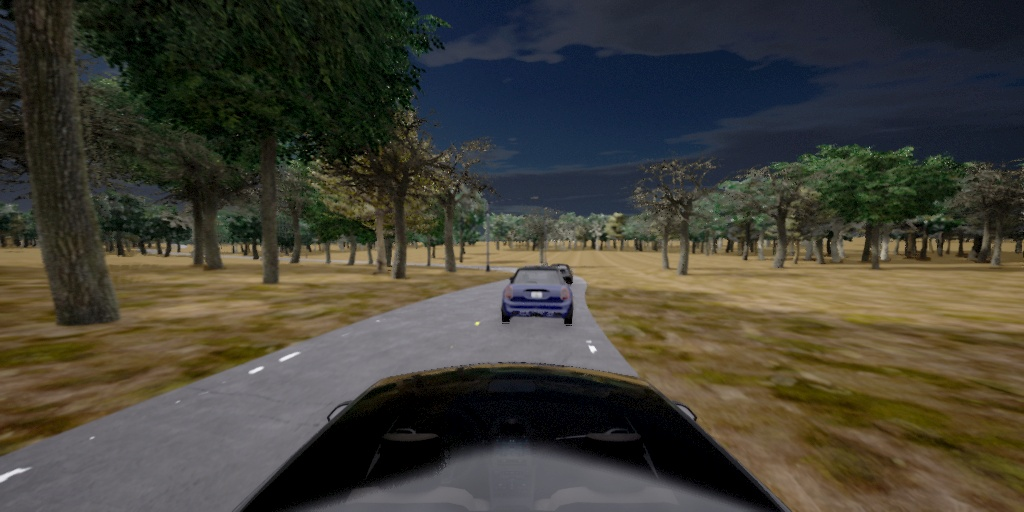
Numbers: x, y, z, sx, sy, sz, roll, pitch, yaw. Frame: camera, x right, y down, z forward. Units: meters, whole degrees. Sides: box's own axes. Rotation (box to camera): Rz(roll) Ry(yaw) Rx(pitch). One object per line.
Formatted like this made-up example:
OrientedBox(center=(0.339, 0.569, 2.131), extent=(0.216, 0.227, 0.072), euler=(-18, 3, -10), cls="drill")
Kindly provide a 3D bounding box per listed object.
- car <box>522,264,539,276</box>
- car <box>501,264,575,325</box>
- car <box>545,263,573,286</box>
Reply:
OrientedBox(center=(2.119, 1.623, 42.929), extent=(1.895, 1.301, 4.718), euler=(0, -1, 1), cls="car")
OrientedBox(center=(0.930, 1.103, 12.120), extent=(2.097, 1.767, 4.553), euler=(1, 0, 7), cls="car")
OrientedBox(center=(3.657, 1.357, 27.374), extent=(1.837, 1.490, 4.892), euler=(1, 0, 11), cls="car")
